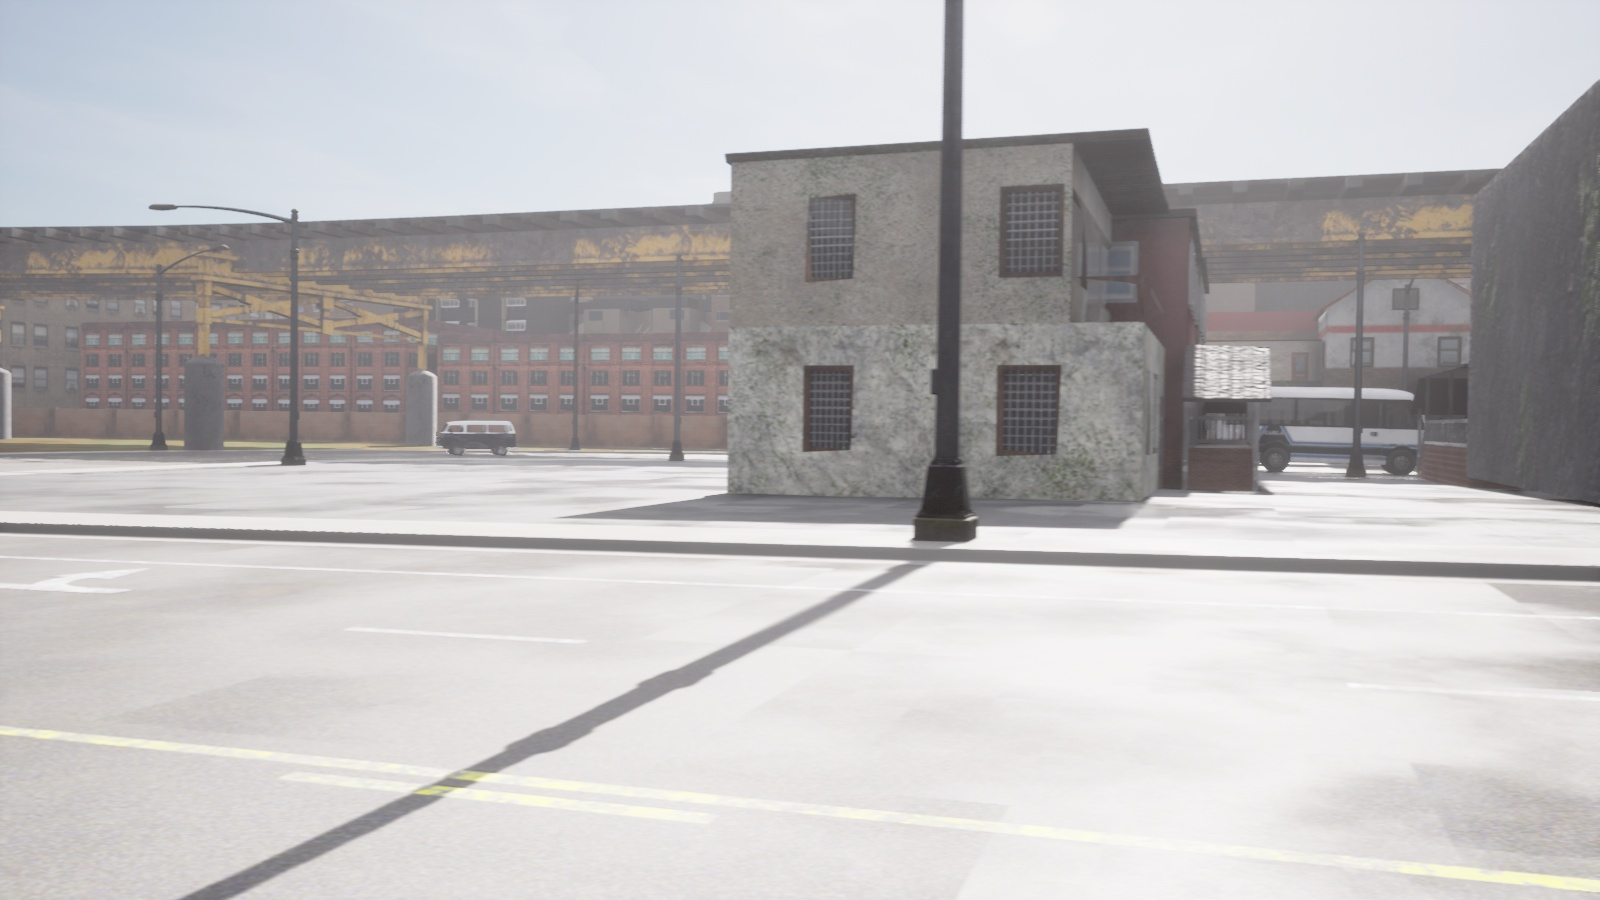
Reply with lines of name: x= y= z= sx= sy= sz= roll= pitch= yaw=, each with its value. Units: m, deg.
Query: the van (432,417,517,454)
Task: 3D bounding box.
van: x=-18.839 y=-0.829 z=72.617 sx=4.480 sy=2.038 sz=2.069 roll=1 pitch=1 yaw=-22

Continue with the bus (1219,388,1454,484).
bus: x=26.285 y=-0.772 z=62.292 sx=10.273 sy=4.253 sz=3.944 roll=3 pitch=2 yaw=19
